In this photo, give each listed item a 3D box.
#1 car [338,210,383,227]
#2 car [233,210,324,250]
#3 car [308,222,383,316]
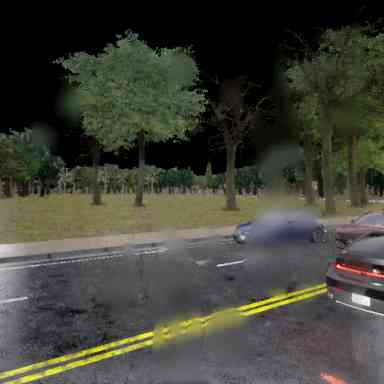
[{"bbox_3d":[7.624,1.477,13.144,5.008,1.535,1.882,0,0,-36],"label":"car"},{"bbox_3d":[3.894,1.525,14.470,4.674,1.442,1.812,0,0,-36],"label":"car"},{"bbox_3d":[4.713,1.504,6.816,4.892,1.490,1.837,0,0,-36],"label":"car"}]
